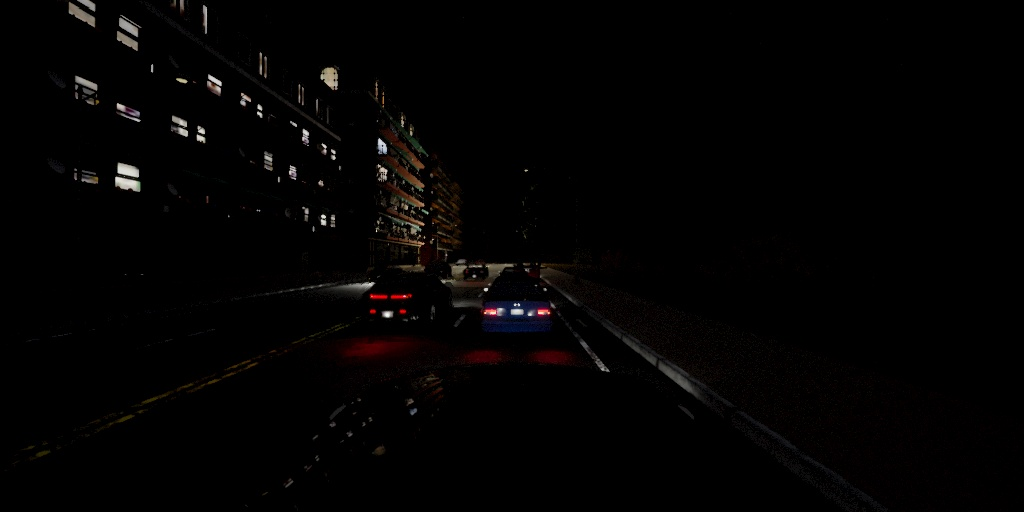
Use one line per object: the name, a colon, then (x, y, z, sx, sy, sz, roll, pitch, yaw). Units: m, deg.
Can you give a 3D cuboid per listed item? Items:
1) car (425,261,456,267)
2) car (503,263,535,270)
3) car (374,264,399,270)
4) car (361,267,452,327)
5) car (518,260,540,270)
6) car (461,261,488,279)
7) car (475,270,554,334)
car: (-6.570, 1.231, 31.991, 1.882, 1.535, 5.008, 0, 0, 0)
car: (0.113, 1.317, 20.867, 1.994, 1.385, 4.181, 0, 0, 1)
car: (-9.823, 1.317, 28.457, 1.994, 1.385, 4.181, 0, 0, 0)
car: (-3.142, 1.253, 11.487, 1.837, 1.490, 4.892, 0, -1, 0)
car: (1.167, 1.105, 29.802, 2.097, 1.767, 4.553, 0, 0, 0)
car: (-3.119, 1.355, 32.025, 1.895, 1.301, 4.718, 0, 0, 0)
car: (0.110, 1.299, 10.534, 2.033, 1.411, 5.357, 0, 0, 0)
